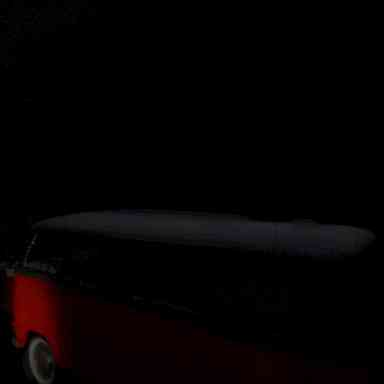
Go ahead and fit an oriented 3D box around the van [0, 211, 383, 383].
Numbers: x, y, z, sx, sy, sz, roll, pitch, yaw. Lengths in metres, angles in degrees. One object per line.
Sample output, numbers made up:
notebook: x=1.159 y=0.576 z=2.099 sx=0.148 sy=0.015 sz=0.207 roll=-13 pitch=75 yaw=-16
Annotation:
van: x=-0.323 y=1.259 z=3.762 sx=4.442 sy=1.987 sz=1.878 roll=0 pitch=0 yaw=35
